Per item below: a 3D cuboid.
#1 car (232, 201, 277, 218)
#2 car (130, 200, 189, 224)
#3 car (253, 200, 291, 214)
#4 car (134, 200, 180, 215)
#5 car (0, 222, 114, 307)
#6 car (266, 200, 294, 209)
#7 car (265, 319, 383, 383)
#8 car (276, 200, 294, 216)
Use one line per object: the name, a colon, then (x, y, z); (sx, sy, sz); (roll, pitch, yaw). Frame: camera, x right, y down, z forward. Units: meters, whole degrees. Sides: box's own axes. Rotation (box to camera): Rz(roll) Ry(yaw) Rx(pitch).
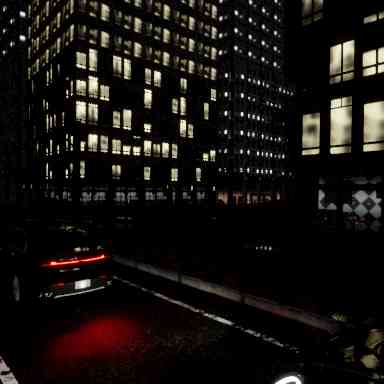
car: (6.193, 1.833, 33.919); (4.829, 1.417, 1.752); (1, 0, -40)
car: (-2.550, 1.524, 26.529); (5.009, 1.841, 2.192); (1, 0, -40)
car: (9.742, 1.802, 40.299); (5.008, 1.535, 1.882); (1, 0, -40)
car: (-3.785, 1.648, 36.459); (4.829, 1.417, 1.752); (1, 0, -40)
car: (-3.666, 1.501, 8.135); (1.837, 1.490, 4.892); (0, 0, -41)
car: (13.571, 1.882, 51.124); (4.313, 1.339, 1.947); (1, 0, -40)
car: (2.412, 1.352, 1.338); (2.097, 1.767, 4.553); (0, 0, -41)
car: (10.371, 1.936, 37.450); (4.206, 1.307, 1.802); (1, 0, -40)
